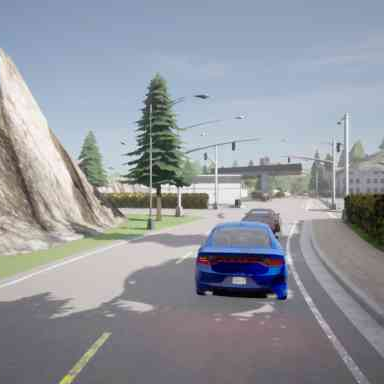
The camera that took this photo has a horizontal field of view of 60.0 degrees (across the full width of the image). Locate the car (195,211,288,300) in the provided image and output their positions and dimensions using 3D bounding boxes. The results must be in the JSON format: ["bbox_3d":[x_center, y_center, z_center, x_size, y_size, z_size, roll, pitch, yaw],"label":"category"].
[{"bbox_3d":[1.304,1.478,8.553,1.882,1.535,5.008,0,0,10],"label":"car"}]

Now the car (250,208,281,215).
[{"bbox_3d":[3.720,1.564,17.739,1.994,1.385,4.181,0,0,17],"label":"car"}]
